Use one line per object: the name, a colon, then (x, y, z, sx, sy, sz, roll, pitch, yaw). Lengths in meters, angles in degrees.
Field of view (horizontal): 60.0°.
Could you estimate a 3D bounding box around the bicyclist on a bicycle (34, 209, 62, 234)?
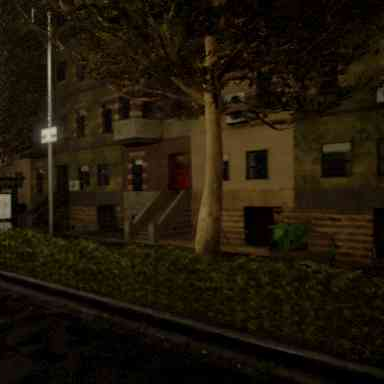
bicyclist on a bicycle: (-7.682, 1.581, 17.490, 1.656, 1.620, 0.582, -3, 35, 29)
